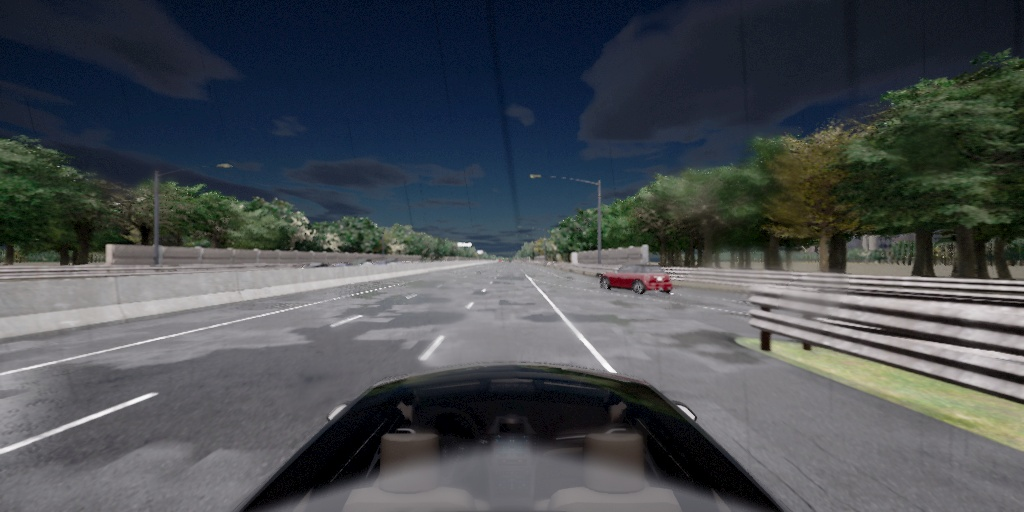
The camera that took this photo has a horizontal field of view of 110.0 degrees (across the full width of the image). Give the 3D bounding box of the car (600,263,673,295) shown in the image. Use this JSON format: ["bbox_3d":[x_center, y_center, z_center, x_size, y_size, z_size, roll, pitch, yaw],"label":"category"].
[{"bbox_3d":[7.276,1.277,21.483,2.097,1.767,4.553,1,0,-21],"label":"car"}]

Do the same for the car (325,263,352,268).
[{"bbox_3d":[-24.557,1.713,52.290,2.033,1.411,5.357,0,0,1],"label":"car"}]

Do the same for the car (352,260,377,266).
[{"bbox_3d":[-21.069,1.692,52.321,1.812,1.442,4.674,0,0,0],"label":"car"}]

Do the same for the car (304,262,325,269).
[{"bbox_3d":[-28.061,1.640,51.928,1.882,1.535,5.008,0,0,1],"label":"car"}]

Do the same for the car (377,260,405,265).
[{"bbox_3d":[-17.571,1.692,52.345,1.812,1.442,4.674,0,0,0],"label":"car"}]
